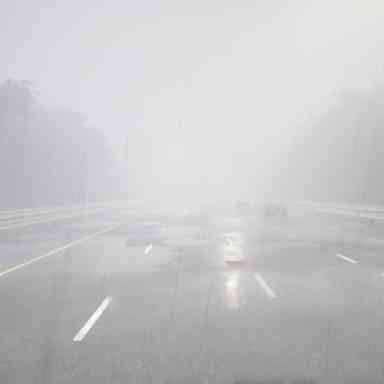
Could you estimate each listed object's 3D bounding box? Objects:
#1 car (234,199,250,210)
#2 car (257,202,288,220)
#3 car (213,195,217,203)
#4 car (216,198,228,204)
[{"bbox_3d":[7.123,1.785,47.810,1.882,1.535,5.008,0,-1,0],"label":"car"},{"bbox_3d":[7.045,1.626,29.337,1.837,1.490,4.892,0,0,0],"label":"car"},{"bbox_3d":[7.466,2.266,92.769,1.812,1.442,4.674,0,-1,1],"label":"car"},{"bbox_3d":[7.328,2.112,77.725,1.812,1.442,4.674,0,-1,0],"label":"car"}]
